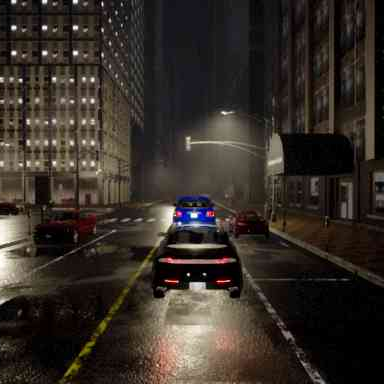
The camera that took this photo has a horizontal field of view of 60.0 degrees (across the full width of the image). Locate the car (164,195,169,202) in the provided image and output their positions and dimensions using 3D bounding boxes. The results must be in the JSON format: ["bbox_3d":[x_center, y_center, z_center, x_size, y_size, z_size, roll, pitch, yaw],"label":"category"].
[{"bbox_3d":[-5.610,1.521,77.758,1.887,1.381,4.507,0,0,0],"label":"car"}]

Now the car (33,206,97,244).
[{"bbox_3d":[-5.808,1.542,15.698,1.887,1.381,4.507,0,0,0],"label":"car"}]

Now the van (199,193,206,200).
[{"bbox_3d":[2.782,1.309,89.142,1.690,1.788,3.998,0,0,0],"label":"van"}]

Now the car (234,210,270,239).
[{"bbox_3d":[2.833,1.579,17.065,1.802,1.307,4.206,0,0,0],"label":"car"}]

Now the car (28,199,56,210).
[{"bbox_3d":[-18.479,1.497,39.433,4.403,1.369,2.008,0,0,1],"label":"car"}]

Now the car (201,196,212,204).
[{"bbox_3d":[2.758,1.533,66.354,2.008,1.369,4.403,0,0,0],"label":"car"}]

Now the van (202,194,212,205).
[{"bbox_3d":[2.751,1.326,60.658,1.690,1.788,3.998,0,0,0],"label":"van"}]

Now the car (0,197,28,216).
[{"bbox_3d":[-18.575,1.307,31.051,5.009,1.841,2.192,0,0,1],"label":"car"}]

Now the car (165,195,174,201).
[{"bbox_3d":[-5.603,1.538,83.455,1.947,1.339,4.313,0,0,0],"label":"car"}]

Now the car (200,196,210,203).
[{"bbox_3d":[2.764,1.530,72.051,2.008,1.369,4.403,0,0,0],"label":"car"}]

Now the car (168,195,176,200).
[{"bbox_3d":[-5.591,1.529,94.848,1.947,1.339,4.313,0,0,0],"label":"car"}]

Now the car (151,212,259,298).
[{"bbox_3d":[0.108,1.490,8.467,2.128,1.511,4.902,0,0,0],"label":"car"}]

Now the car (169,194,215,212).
[{"bbox_3d":[0.109,1.218,18.386,2.150,2.045,5.566,0,0,0],"label":"car"}]
